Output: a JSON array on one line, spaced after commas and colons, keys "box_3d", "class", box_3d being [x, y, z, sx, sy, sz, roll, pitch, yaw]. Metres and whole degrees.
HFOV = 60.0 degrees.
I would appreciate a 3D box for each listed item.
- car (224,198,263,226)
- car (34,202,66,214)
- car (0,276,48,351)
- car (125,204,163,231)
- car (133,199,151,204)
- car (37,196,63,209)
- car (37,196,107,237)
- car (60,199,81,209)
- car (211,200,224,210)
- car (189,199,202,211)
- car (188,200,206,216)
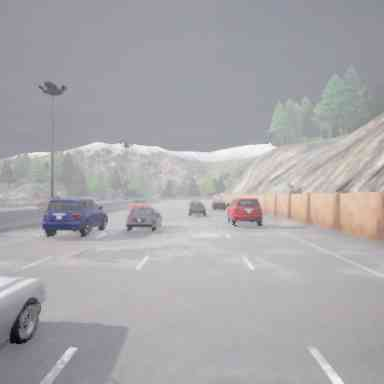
[{"box_3d": [3.976, 1.472, 25.675, 2.150, 2.045, 5.566, 0, 0, 1], "class": "car"}, {"box_3d": [-17.114, 1.904, 40.298, 1.994, 1.385, 4.181, 0, -1, 0], "class": "car"}, {"box_3d": [-3.385, 1.628, 3.548, 1.895, 1.301, 4.718, 0, -1, 0], "class": "car"}, {"box_3d": [-3.096, 1.749, 22.285, 2.033, 1.411, 5.357, 0, -1, 1], "class": "car"}, {"box_3d": [-6.454, 1.737, 42.847, 2.097, 1.767, 4.553, 0, -1, 0], "class": "car"}, {"box_3d": [-24.141, 1.727, 56.780, 2.150, 2.045, 5.566, 0, 0, 0], "class": "car"}, {"box_3d": [-6.638, 1.391, 19.410, 2.150, 2.045, 5.566, 0, 0, 1], "class": "car"}, {"box_3d": [-20.646, 1.999, 56.853, 1.837, 1.490, 4.892, 0, 0, 0], "class": "car"}, {"box_3d": [4.013, 1.959, 50.693, 1.882, 1.535, 5.008, 0, 0, 0], "class": "car"}, {"box_3d": [0.513, 1.951, 50.590, 1.882, 1.535, 5.008, 0, 0, 0], "class": "car"}, {"box_3d": [0.556, 1.832, 36.564, 2.128, 1.511, 4.902, 0, -1, 0], "class": "car"}]
